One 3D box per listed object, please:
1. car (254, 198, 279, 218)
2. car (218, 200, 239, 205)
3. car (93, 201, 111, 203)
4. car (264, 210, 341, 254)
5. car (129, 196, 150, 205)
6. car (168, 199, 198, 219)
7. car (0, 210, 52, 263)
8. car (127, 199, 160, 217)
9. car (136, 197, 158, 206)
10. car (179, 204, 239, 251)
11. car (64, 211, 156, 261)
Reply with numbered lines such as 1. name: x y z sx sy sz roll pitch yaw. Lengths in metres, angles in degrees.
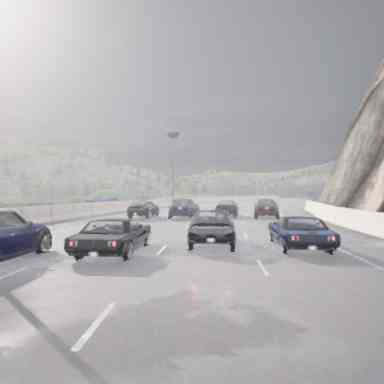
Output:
1. car: 6.640 1.381 29.865 2.097 1.767 4.553 0 0 11
2. car: 3.354 1.500 31.330 1.882 1.535 5.008 0 0 11
3. car: -14.909 1.472 58.777 1.882 1.535 5.008 0 0 18
4. car: 4.305 1.617 13.558 1.895 1.301 4.718 0 0 5
5. car: -9.830 1.511 62.742 1.837 1.490 4.892 0 0 20
6. car: -0.603 1.364 29.168 2.097 1.767 4.553 0 0 10
7. car: -6.415 1.343 10.697 2.097 1.767 4.553 0 0 4
8. car: -4.176 1.509 29.150 1.837 1.490 4.892 0 0 10
9. car: -7.791 1.573 57.976 1.994 1.385 4.181 0 0 19
10. car: 0.885 1.500 14.279 2.128 1.511 4.902 0 0 5
11. car: -2.814 1.600 12.308 1.895 1.301 4.718 0 0 4
